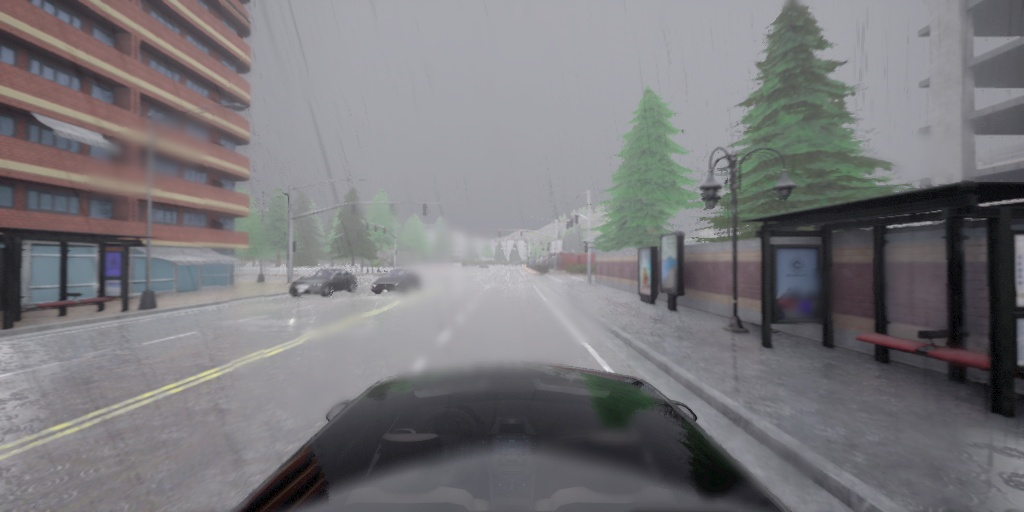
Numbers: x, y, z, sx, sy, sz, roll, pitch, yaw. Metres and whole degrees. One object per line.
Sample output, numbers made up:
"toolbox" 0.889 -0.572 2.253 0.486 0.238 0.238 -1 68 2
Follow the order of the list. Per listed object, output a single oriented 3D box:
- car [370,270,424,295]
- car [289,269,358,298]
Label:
"car" -7.019 1.589 22.578 2.033 1.411 5.357 0 -1 0
"car" -10.541 1.503 20.422 2.128 1.511 4.902 0 -1 1
